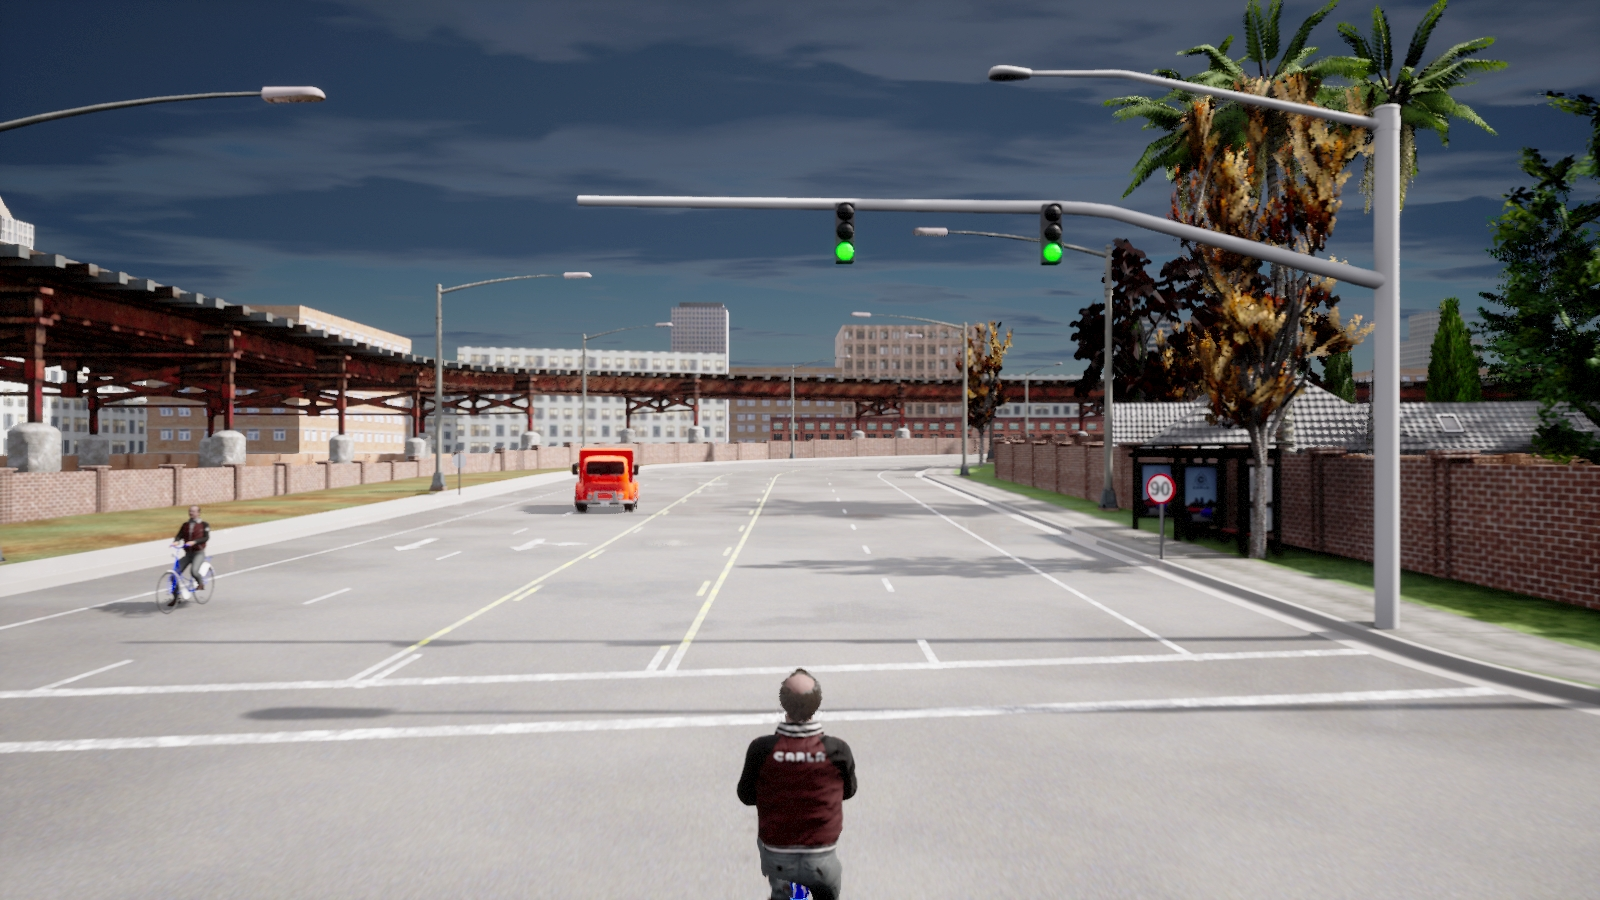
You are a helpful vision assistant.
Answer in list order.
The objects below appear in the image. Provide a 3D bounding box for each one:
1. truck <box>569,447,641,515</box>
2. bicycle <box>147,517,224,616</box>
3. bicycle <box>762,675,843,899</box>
[{"bbox_3d":[-7.657,1.144,45.265,2.627,2.467,5.204,0,1,-8],"label":"truck"},{"bbox_3d":[-10.487,1.958,19.554,0.329,1.496,1.835,0,0,0],"label":"bicycle"},{"bbox_3d":[0.014,2.032,5.594,0.329,1.496,1.835,0,0,0],"label":"bicycle"}]
